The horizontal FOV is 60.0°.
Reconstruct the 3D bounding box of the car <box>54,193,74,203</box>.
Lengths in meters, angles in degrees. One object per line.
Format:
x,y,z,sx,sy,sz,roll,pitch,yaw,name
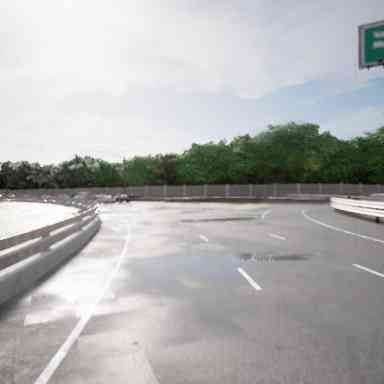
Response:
-25.809,1.473,67.531,2.033,1.411,5.357,-1,0,-44,car

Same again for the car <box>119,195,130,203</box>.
-13.552,1.346,63.451,1.837,1.490,4.892,-1,0,-38,car

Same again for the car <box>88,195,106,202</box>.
-20.789,1.419,72.409,1.994,1.385,4.181,-1,0,-44,car

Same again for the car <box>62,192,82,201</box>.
-29.162,1.131,80.791,5.566,2.045,2.150,0,0,41,car

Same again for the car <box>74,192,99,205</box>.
-18.700,1.262,58.624,2.097,1.767,4.553,-1,0,-35,car

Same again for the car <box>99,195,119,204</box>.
-15.521,1.476,60.194,1.895,1.301,4.718,-1,0,-35,car

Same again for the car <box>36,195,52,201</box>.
-34.324,1.482,76.039,5.357,1.411,2.033,0,0,41,car

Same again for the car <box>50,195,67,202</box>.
-31.398,1.492,78.100,4.181,1.385,1.994,0,0,41,car
